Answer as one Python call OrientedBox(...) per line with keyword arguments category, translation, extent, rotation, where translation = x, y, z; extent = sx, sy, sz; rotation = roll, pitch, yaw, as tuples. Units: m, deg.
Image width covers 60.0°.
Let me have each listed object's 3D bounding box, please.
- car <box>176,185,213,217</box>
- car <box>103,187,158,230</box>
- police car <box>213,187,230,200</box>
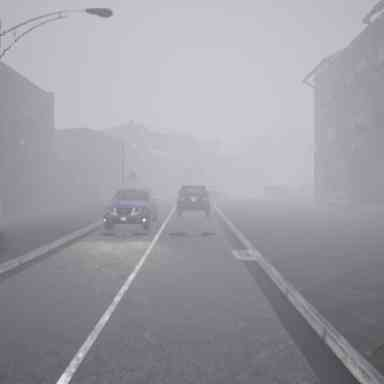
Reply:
OrientedBox(category="car", translation=(0.092, 0.542, 23.297), extent=(2.150, 2.045, 5.566), rotation=(0, 1, 0))
OrientedBox(category="car", translation=(-3.107, 0.762, 17.857), extent=(2.150, 2.045, 5.566), rotation=(0, 2, 0))
OrientedBox(category="police car", translation=(3.076, 0.170, 41.011), extent=(1.930, 1.638, 5.238), rotation=(0, 0, 27))
